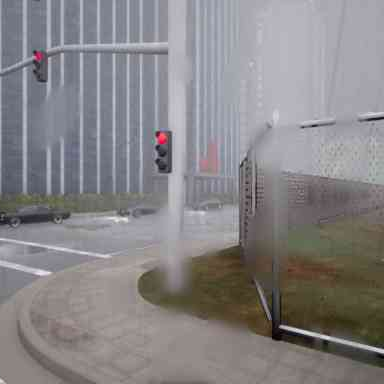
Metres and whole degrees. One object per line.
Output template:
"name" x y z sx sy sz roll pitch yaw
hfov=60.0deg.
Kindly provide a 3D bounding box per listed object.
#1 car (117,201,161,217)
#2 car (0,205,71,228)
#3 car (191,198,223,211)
"car" -4.765 1.508 30.208 1.994 1.385 4.181 0 0 36
"car" -10.612 1.545 22.065 1.895 1.301 4.718 0 0 36
"car" 1.823 1.450 39.368 1.837 1.490 4.892 0 0 36
